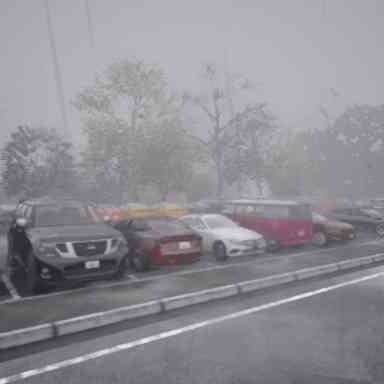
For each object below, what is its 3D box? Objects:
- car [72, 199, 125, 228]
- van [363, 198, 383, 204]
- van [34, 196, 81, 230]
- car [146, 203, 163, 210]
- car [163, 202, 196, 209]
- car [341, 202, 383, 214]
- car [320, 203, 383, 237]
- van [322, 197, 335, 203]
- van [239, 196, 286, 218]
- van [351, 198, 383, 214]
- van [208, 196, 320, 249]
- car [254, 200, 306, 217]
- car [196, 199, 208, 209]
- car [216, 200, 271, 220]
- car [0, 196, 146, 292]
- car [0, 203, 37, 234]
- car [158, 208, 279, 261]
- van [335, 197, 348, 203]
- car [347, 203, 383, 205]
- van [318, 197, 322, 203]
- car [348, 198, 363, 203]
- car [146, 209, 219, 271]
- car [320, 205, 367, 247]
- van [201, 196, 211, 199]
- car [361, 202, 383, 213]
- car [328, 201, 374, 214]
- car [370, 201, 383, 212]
[{"bbox_3d":[-6.676,1.405,23.515,2.185,1.767,4.553,1,0,-35],"label":"car"},{"bbox_3d":[14.368,1.426,22.337,1.878,1.987,4.442,1,0,-35],"label":"van"},{"bbox_3d":[-9.018,1.284,22.030,1.878,1.987,4.442,1,0,-35],"label":"van"},{"bbox_3d":[-4.537,1.550,25.071,2.097,1.535,5.008,1,0,-35],"label":"car"},{"bbox_3d":[-2.178,1.571,26.750,2.097,1.535,5.008,1,0,-35],"label":"car"},{"bbox_3d":[22.623,2.076,44.411,2.002,1.452,4.674,2,-1,-35],"label":"car"},{"bbox_3d":[9.792,1.641,19.186,2.163,1.488,4.792,1,0,-35],"label":"car"},{"bbox_3d":[13.534,1.550,38.086,1.878,1.987,4.442,2,-1,-35],"label":"van"},{"bbox_3d":[6.914,1.427,33.086,1.878,1.987,4.442,1,0,-35],"label":"van"},{"bbox_3d":[24.713,1.872,46.045,1.878,1.987,4.442,2,-1,-35],"label":"van"},{"bbox_3d":[2.925,1.324,14.477,1.878,1.987,4.442,1,0,-35],"label":"van"},{"bbox_3d":[9.098,1.673,34.791,2.097,1.535,5.008,1,0,-35],"label":"car"},{"bbox_3d":[0.079,1.593,28.356,2.231,1.521,4.892,1,0,-35],"label":"car"},{"bbox_3d":[4.697,1.629,31.425,1.946,1.575,5.366,1,0,-35],"label":"car"},{"bbox_3d":[-3.775,1.237,9.528,2.435,2.045,5.566,1,0,-35],"label":"car"},{"bbox_3d":[-11.205,1.491,20.322,2.231,1.521,4.892,1,0,-35],"label":"car"},{"bbox_3d":[0.728,1.569,12.772,2.002,1.452,4.674,1,0,-35],"label":"car"},{"bbox_3d":[15.688,1.612,39.620,1.878,1.987,4.442,2,-1,-35],"label":"van"},{"bbox_3d":[12.035,1.672,20.823,2.002,1.452,4.674,1,0,-35],"label":"car"},{"bbox_3d":[11.305,1.482,36.213,1.878,1.987,4.442,1,-1,-35],"label":"van"},{"bbox_3d":[18.029,1.652,41.109,2.435,2.045,5.566,2,-1,-35],"label":"car"},{"bbox_3d":[-1.549,1.538,11.185,2.163,1.488,4.792,1,0,-35],"label":"car"},{"bbox_3d":[5.249,1.570,15.995,2.097,1.535,5.008,1,0,-35],"label":"car"},{"bbox_3d":[2.265,1.386,30.064,1.878,1.987,4.442,1,0,-35],"label":"van"},{"bbox_3d":[27.030,2.203,47.555,2.002,1.452,4.674,2,-1,-35],"label":"car"},{"bbox_3d":[20.369,1.971,42.802,2.097,1.535,5.008,2,-1,-35],"label":"car"},{"bbox_3d":[29.393,2.230,49.227,2.097,1.535,5.008,2,-1,-35],"label":"car"}]
